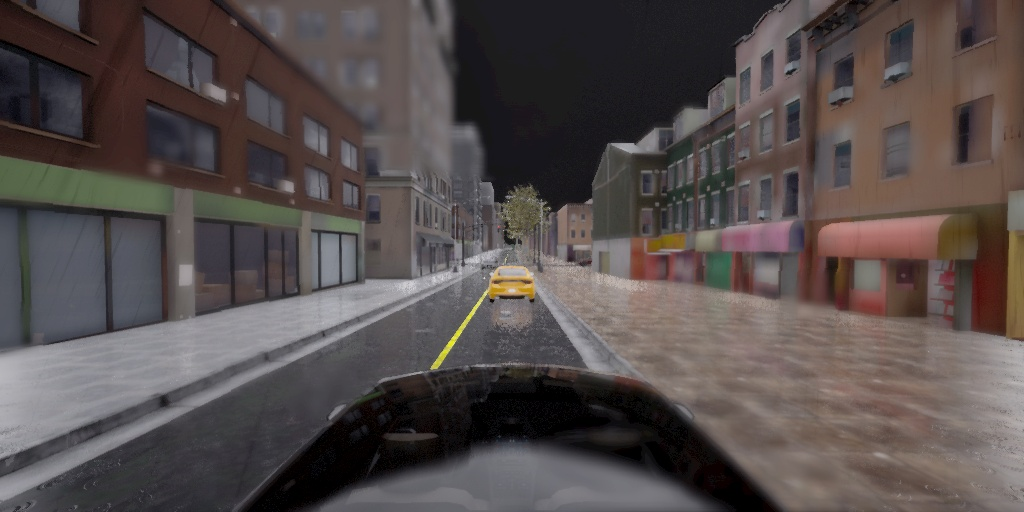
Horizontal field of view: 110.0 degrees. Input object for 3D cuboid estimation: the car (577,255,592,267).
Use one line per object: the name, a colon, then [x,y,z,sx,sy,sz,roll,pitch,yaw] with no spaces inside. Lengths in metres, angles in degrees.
car: [12.702,0.753,55.748,5.009,1.841,2.192,0,0,0]

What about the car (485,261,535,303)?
car: [0.000,1.196,16.501,1.882,1.535,5.008,0,0,0]

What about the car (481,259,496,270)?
car: [-2.749,1.050,45.495,1.994,1.385,4.181,0,1,0]
